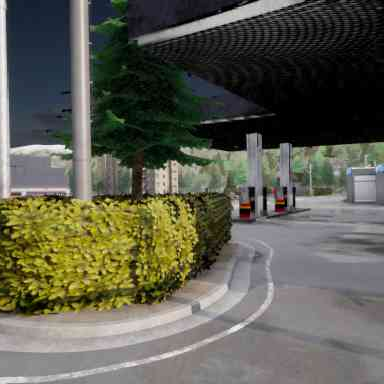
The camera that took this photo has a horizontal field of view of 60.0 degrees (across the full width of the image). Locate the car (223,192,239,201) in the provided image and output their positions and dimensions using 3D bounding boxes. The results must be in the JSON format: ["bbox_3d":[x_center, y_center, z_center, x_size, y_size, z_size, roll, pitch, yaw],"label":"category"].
[{"bbox_3d":[7.405,0.851,63.928,5.027,1.636,2.152,-1,1,35],"label":"car"}]

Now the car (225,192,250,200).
[{"bbox_3d":[9.177,0.812,66.517,4.514,1.523,2.007,-1,1,35],"label":"car"}]

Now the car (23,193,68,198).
[{"bbox_3d":[-14.795,1.183,33.599,3.866,1.878,1.905,-1,1,35],"label":"car"}]

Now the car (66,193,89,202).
[{"bbox_3d":[-22.926,1.103,66.494,4.605,1.855,1.932,-1,1,35],"label":"car"}]

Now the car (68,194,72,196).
[{"bbox_3d":[-24.271,1.124,63.885,3.866,1.878,1.905,-1,1,35],"label":"car"}]
